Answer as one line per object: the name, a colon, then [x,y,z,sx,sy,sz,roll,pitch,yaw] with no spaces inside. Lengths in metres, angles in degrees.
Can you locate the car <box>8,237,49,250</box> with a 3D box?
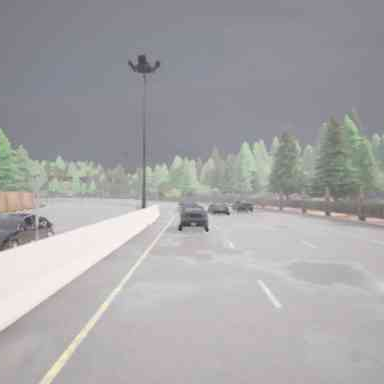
car: [-7.028,1.600,12.950,1.837,1.490,4.892,0,-1,0]

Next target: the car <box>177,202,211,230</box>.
car: [0.082,1.661,22.153,1.837,1.490,4.892,0,0,0]

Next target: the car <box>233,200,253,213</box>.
car: [6.299,1.798,41.967,1.837,1.490,4.892,1,0,-7]

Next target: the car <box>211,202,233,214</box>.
car: [2.990,1.832,38.477,1.994,1.385,4.181,0,0,-6]

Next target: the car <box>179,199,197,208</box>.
car: [-0.771,1.973,58.595,1.994,1.385,4.181,0,0,-17]

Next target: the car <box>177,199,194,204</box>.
car: [-0.939,1.872,46.408,2.033,1.411,5.357,0,0,-11]
